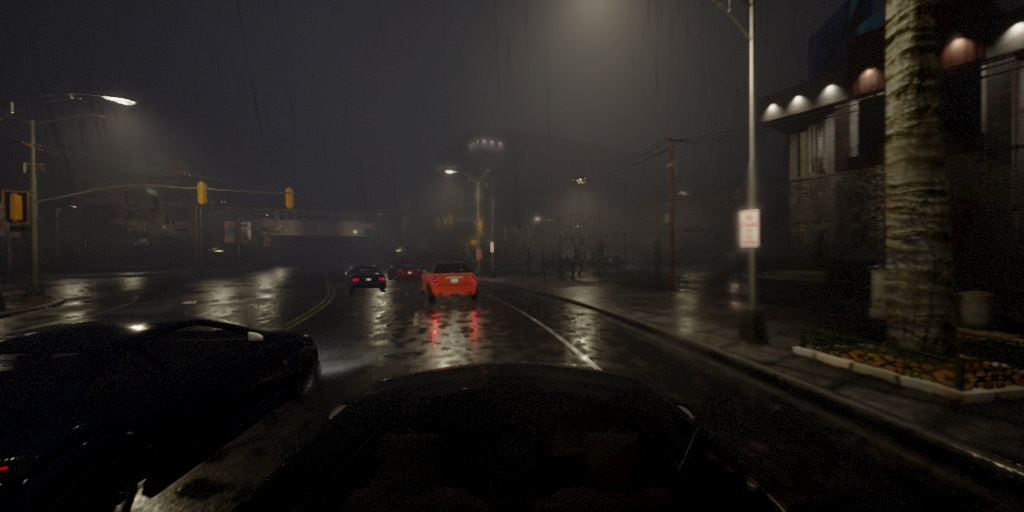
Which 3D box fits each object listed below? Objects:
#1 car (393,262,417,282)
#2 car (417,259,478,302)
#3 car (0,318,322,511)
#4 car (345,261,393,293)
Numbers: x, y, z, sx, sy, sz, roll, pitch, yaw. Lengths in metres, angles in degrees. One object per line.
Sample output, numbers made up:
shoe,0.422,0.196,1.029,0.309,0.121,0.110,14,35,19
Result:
car,-8.381,1.183,27.937,1.994,1.385,4.181,-1,0,-27
car,-3.056,1.016,16.740,2.097,1.767,4.553,-1,1,-19
car,-3.780,1.325,3.697,1.994,1.385,4.181,0,0,-3
car,-8.287,1.220,20.247,2.033,1.411,5.357,-1,0,-26
